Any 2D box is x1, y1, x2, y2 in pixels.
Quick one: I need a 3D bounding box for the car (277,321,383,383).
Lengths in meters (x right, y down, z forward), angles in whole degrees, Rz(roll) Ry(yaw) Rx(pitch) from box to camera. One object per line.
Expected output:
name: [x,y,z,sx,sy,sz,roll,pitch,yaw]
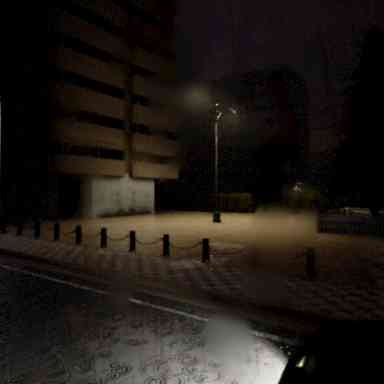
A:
car: [2.643,1.563,2.081,4.181,1.385,1.994,0,0,36]
